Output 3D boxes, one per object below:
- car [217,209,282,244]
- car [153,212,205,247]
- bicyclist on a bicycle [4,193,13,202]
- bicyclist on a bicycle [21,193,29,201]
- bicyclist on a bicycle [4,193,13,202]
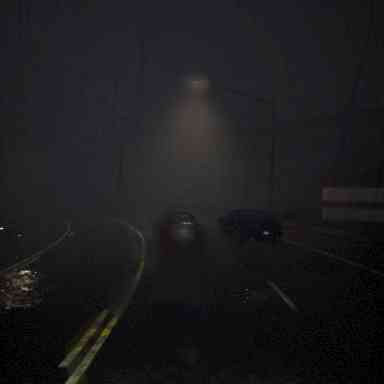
[{"bbox_3d":[2.645,1.566,16.368,1.882,1.535,5.008,1,0,-11],"label":"car"},{"bbox_3d":[-0.684,1.597,15.190,1.994,1.385,4.181,1,0,-10],"label":"car"},{"bbox_3d":[-33.930,0.941,61.522,0.582,1.620,1.656,1,0,3],"label":"bicyclist on a bicycle"},{"bbox_3d":[-33.838,0.959,67.386,1.656,1.620,0.582,1,0,-16],"label":"bicyclist on a bicycle"},{"bbox_3d":[-33.500,1.021,60.658,0.582,1.620,1.656,3,9,38],"label":"bicyclist on a bicycle"}]
